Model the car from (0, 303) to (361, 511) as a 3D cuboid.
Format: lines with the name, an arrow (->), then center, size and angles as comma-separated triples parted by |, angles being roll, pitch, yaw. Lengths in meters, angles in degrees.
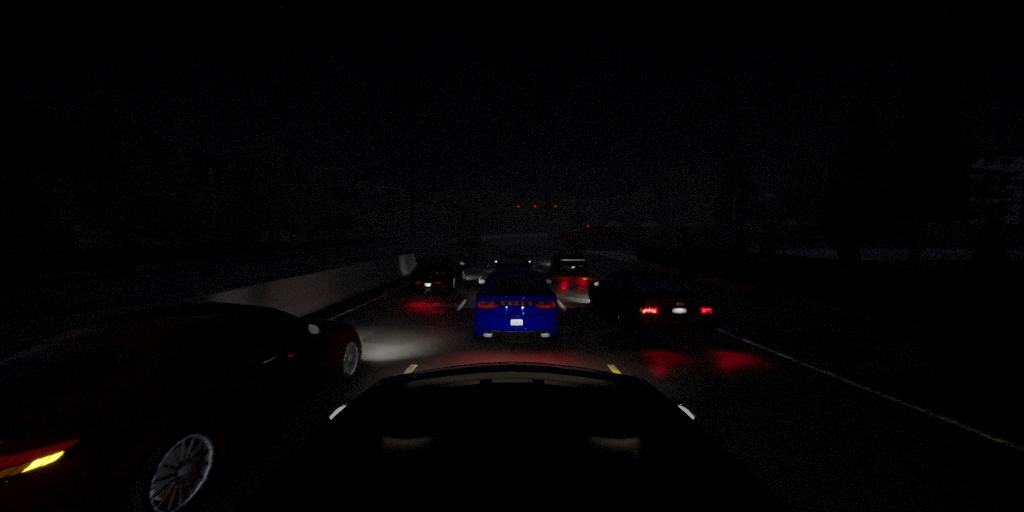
car -> -3.401, 1.260, 4.022 | 1.812, 1.442, 4.674 | 0, 1, 0

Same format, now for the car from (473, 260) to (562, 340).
car -> 0.089, 1.078, 9.588 | 1.882, 1.535, 5.008 | 0, 2, 0

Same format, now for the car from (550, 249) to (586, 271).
car -> 3.576, 0.282, 23.135 | 2.128, 1.511, 4.902 | 0, 4, 1

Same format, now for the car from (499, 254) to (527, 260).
car -> 0.055, 0.606, 19.294 | 2.033, 1.411, 5.357 | 0, 4, 0

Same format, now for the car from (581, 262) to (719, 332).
car -> 3.590, 1.126, 10.212 | 2.033, 1.411, 5.357 | 0, 2, 0

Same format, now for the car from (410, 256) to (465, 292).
car -> -3.438, 0.725, 17.025 | 1.837, 1.490, 4.892 | 0, 4, 0
